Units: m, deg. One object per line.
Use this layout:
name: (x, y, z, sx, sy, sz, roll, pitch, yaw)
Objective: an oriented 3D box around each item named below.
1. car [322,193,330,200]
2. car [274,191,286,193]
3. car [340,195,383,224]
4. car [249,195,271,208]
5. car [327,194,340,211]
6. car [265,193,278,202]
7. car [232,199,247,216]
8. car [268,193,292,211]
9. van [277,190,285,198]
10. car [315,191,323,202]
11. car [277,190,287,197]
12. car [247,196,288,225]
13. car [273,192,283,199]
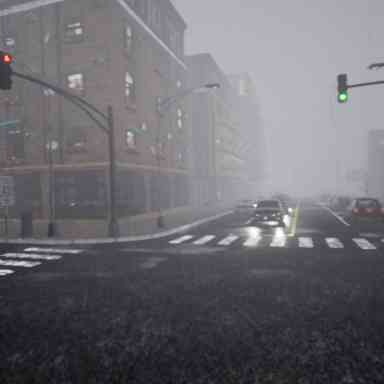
car: (16.163, 0.981, 37.298, 2.008, 1.369, 4.403, -2, 0, 18)
car: (11.263, 1.015, 40.884, 2.128, 1.511, 4.902, -1, 0, 18)
car: (10.858, 1.070, 21.051, 1.967, 1.590, 4.097, -2, 0, 18)
car: (8.195, 1.148, 39.887, 2.008, 1.369, 4.403, -2, 0, 18)
car: (14.396, 1.079, 31.882, 1.802, 1.307, 4.206, -2, 0, 18)
car: (13.443, 0.931, 55.971, 1.752, 1.417, 4.829, -2, 0, 18)
car: (4.660, 1.280, 29.057, 2.008, 1.369, 4.403, -2, 0, 18)
car: (8.044, 1.135, 31.064, 2.128, 1.511, 4.902, -1, 0, 18)
van: (22.327, 0.437, 83.208, 1.690, 1.788, 3.998, -2, 0, 18)
car: (21.465, 0.788, 53.543, 2.008, 1.369, 4.403, -2, 0, 18)
car: (24.092, 0.352, 88.622, 2.192, 1.841, 5.009, -2, 0, 18)
car: (5.091, 1.260, 22.019, 1.837, 1.490, 4.892, -1, 0, 18)
car: (18.744, 0.744, 72.216, 1.752, 1.417, 4.829, -2, 0, 18)
